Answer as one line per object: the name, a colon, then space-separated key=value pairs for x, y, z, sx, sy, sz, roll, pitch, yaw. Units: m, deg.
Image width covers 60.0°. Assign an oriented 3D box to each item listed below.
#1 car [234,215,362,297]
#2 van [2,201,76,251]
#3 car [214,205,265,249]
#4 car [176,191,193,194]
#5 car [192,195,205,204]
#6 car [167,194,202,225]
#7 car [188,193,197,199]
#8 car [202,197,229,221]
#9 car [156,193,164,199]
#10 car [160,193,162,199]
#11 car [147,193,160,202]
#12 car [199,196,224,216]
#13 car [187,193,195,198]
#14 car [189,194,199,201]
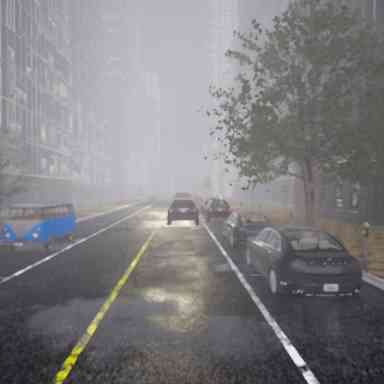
car: x=2.464 y=1.496 z=8.240 sx=2.008 sy=1.369 sz=4.403 roll=0 pitch=0 yaw=-2
van: x=-6.096 y=1.300 z=13.663 sx=1.690 sy=1.788 sz=3.998 roll=0 pitch=0 yaw=-2
car: x=2.281 y=1.466 z=13.930 sx=2.008 sy=1.369 sz=4.403 roll=0 pitch=0 yaw=-2
car: x=-1.242 y=0.980 z=42.513 sx=2.150 sy=2.045 sz=5.566 roll=0 pitch=0 yaw=-2
car: x=1.002 y=1.219 z=53.756 sx=1.887 sy=1.381 sz=4.507 roll=0 pitch=0 yaw=-2
car: x=-0.625 y=1.225 z=23.359 sx=2.097 sy=1.767 sz=4.553 roll=0 pitch=0 yaw=-2
car: x=0.088 y=1.042 z=82.202 sx=1.947 sy=1.339 sz=4.313 roll=0 pitch=0 yaw=-2
car: x=1.915 y=1.289 z=25.308 sx=1.967 sy=1.590 sz=4.097 roll=0 pitch=0 yaw=-2
car: x=-8.472 y=1.044 z=87.630 sx=1.947 sy=1.339 sz=4.313 roll=0 pitch=0 yaw=-2
car: x=-7.923 y=1.183 z=70.562 sx=1.802 sy=1.307 sz=4.206 roll=0 pitch=0 yaw=-2
car: x=-7.740 y=1.185 z=64.872 sx=1.887 sy=1.381 sz=4.507 roll=0 pitch=0 yaw=-2
car: x=1.732 y=1.256 z=30.997 sx=1.967 sy=1.590 sz=4.097 roll=0 pitch=0 yaw=-2
car: x=-0.278 y=0.958 z=93.580 sx=1.947 sy=1.339 sz=4.313 roll=0 pitch=0 yaw=-2
car: x=0.453 y=1.123 z=70.824 sx=1.947 sy=1.339 sz=4.313 roll=0 pitch=0 yaw=-2
